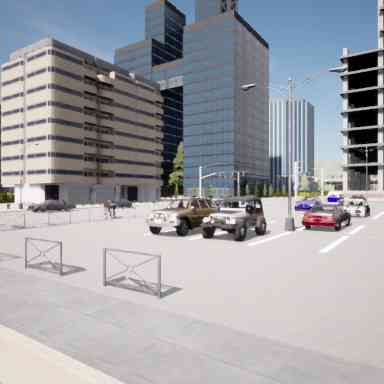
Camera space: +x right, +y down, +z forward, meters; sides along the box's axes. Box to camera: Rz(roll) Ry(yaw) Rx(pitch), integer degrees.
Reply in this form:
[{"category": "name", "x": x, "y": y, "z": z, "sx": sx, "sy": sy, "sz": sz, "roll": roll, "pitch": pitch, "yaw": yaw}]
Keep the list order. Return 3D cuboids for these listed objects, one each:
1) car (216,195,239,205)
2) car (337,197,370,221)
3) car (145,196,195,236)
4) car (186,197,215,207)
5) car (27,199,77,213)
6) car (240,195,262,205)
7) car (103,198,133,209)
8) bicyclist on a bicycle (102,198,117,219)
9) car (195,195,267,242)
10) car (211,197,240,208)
[{"category": "car", "x": 6.360, "y": 1.352, "z": 58.781, "sx": 2.097, "sy": 1.767, "sz": 4.553, "roll": 0, "pitch": 0, "yaw": 34}, {"category": "car", "x": 14.097, "y": 1.395, "z": 28.592, "sx": 1.970, "sy": 1.475, "sz": 3.806, "roll": 0, "pitch": 0, "yaw": 34}, {"category": "car", "x": -0.276, "y": 1.153, "z": 17.279, "sx": 1.932, "sy": 1.855, "sz": 4.605, "roll": 0, "pitch": 0, "yaw": 34}, {"category": "car", "x": 1.322, "y": 1.492, "z": 51.149, "sx": 2.128, "sy": 1.511, "sz": 4.902, "roll": 0, "pitch": 0, "yaw": 34}, {"category": "car", "x": -15.954, "y": 1.547, "z": 38.177, "sx": 2.033, "sy": 1.411, "sz": 5.357, "roll": 0, "pitch": 0, "yaw": 34}, {"category": "car", "x": 10.395, "y": 1.352, "z": 58.354, "sx": 2.097, "sy": 1.767, "sz": 4.553, "roll": 0, "pitch": 0, "yaw": 34}, {"category": "car", "x": -10.329, "y": 1.564, "z": 46.550, "sx": 1.994, "sy": 1.385, "sz": 4.181, "roll": 0, "pitch": 0, "yaw": 35}, {"category": "bicyclist on a bicycle", "x": -6.520, "y": 1.302, "z": 26.229, "sx": 1.656, "sy": 1.620, "sz": 0.582, "roll": 0, "pitch": 0, "yaw": 34}, {"category": "car", "x": 2.094, "y": 1.156, "z": 15.617, "sx": 1.905, "sy": 1.878, "sz": 3.866, "roll": 0, "pitch": 0, "yaw": 34}, {"category": "car", "x": 5.135, "y": 1.547, "z": 50.475, "sx": 2.033, "sy": 1.411, "sz": 5.357, "roll": 0, "pitch": 0, "yaw": 33}]
